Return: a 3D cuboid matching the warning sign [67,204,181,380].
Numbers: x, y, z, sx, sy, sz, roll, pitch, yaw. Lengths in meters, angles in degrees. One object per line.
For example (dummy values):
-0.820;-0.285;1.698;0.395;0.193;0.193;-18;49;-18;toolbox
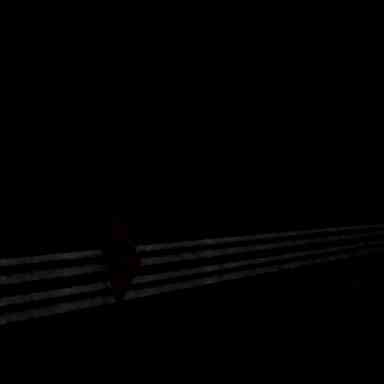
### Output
-0.952;1.123;4.473;1.060;1.860;1.300;0;0;-36;warning sign
